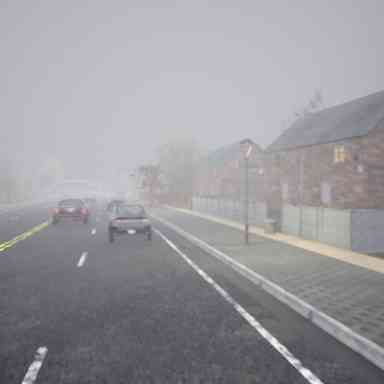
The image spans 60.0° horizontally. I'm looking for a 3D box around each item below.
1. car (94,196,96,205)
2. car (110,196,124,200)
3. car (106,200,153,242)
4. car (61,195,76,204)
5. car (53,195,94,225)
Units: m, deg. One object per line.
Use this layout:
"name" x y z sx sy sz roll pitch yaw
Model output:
"car" -15.448 1.140 50.167 1.812 1.442 4.674 -1 1 -16
"car" -8.016 1.211 35.410 1.837 1.490 4.892 -1 1 -15
"car" -2.986 1.356 15.718 2.128 1.511 4.902 -1 1 -13
"car" -20.090 1.177 54.185 1.994 1.385 4.181 -1 1 -16
"car" -8.034 1.183 22.638 2.097 1.767 4.553 -1 1 -14
